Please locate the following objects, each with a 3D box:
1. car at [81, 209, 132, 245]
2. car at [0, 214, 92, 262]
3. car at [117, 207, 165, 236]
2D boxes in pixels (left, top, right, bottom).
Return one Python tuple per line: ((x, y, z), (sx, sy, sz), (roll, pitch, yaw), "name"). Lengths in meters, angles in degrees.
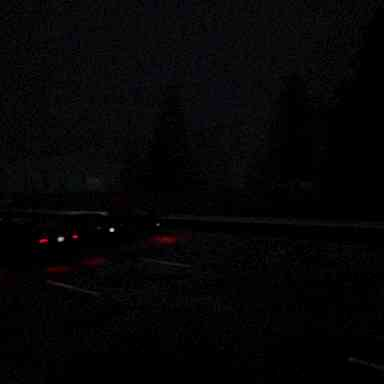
((-5.248, 1.719, 16.236), (4.181, 1.385, 1.994), (-1, 0, 36), "car")
((-6.512, 1.691, 12.822), (5.357, 1.411, 2.033), (-1, 0, 36), "car")
((-3.849, 1.640, 19.545), (5.008, 1.535, 1.882), (0, 0, 36), "car")
